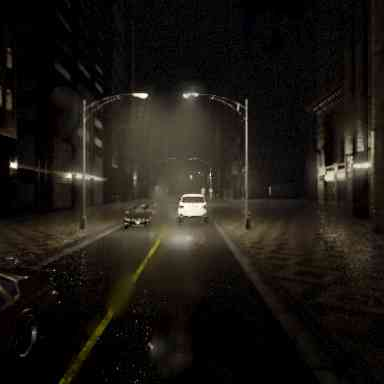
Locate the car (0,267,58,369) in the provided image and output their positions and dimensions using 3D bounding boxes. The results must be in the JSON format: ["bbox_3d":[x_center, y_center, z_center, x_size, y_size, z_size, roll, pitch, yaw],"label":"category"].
[{"bbox_3d":[-3.084,1.546,3.082,2.033,1.411,5.357,0,0,0],"label":"car"}]

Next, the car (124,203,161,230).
[{"bbox_3d":[-3.024,1.497,21.118,1.837,1.490,4.892,0,0,0],"label":"car"}]

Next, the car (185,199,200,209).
[{"bbox_3d":[0.092,1.584,44.990,1.895,1.301,4.718,0,0,0],"label":"car"}]

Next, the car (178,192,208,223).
[{"bbox_3d":[0.090,1.211,25.840,2.150,2.045,5.566,0,0,0],"label":"car"}]
